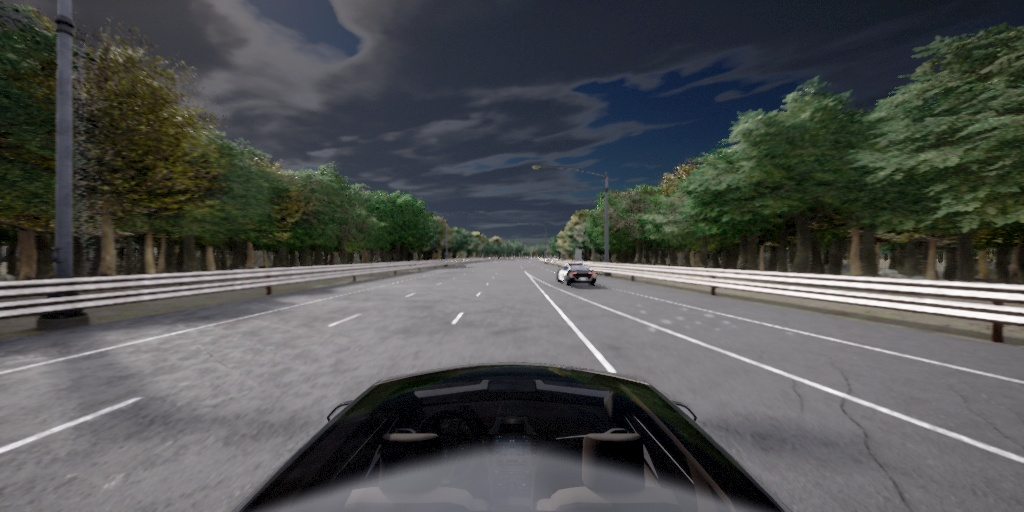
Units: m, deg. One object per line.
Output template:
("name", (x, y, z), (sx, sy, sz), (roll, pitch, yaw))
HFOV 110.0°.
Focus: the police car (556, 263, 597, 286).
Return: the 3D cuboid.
("police car", (4.429, 1.293, 25.588), (2.038, 1.542, 4.974), (0, 0, -4))
